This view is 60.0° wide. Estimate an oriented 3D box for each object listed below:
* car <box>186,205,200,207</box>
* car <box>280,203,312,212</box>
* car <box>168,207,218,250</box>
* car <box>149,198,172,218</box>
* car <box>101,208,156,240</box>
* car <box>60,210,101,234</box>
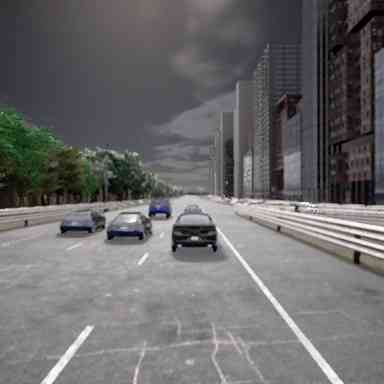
[{"bbox_3d":[0.108,1.987,33.786,2.033,1.411,5.357,0,-1,0],"label":"car"},{"bbox_3d":[12.239,2.085,39.441,2.163,1.488,4.792,0,-1,-16],"label":"car"},{"bbox_3d":[0.104,1.673,15.261,1.882,1.535,5.008,0,-1,0],"label":"car"},{"bbox_3d":[-3.391,1.693,36.155,2.150,2.045,5.566,0,-1,0],"label":"car"},{"bbox_3d":[-3.397,1.803,18.680,1.994,1.385,4.181,0,-1,0],"label":"car"},{"bbox_3d":[-6.892,1.840,21.496,1.994,1.385,4.181,0,-1,0],"label":"car"}]
